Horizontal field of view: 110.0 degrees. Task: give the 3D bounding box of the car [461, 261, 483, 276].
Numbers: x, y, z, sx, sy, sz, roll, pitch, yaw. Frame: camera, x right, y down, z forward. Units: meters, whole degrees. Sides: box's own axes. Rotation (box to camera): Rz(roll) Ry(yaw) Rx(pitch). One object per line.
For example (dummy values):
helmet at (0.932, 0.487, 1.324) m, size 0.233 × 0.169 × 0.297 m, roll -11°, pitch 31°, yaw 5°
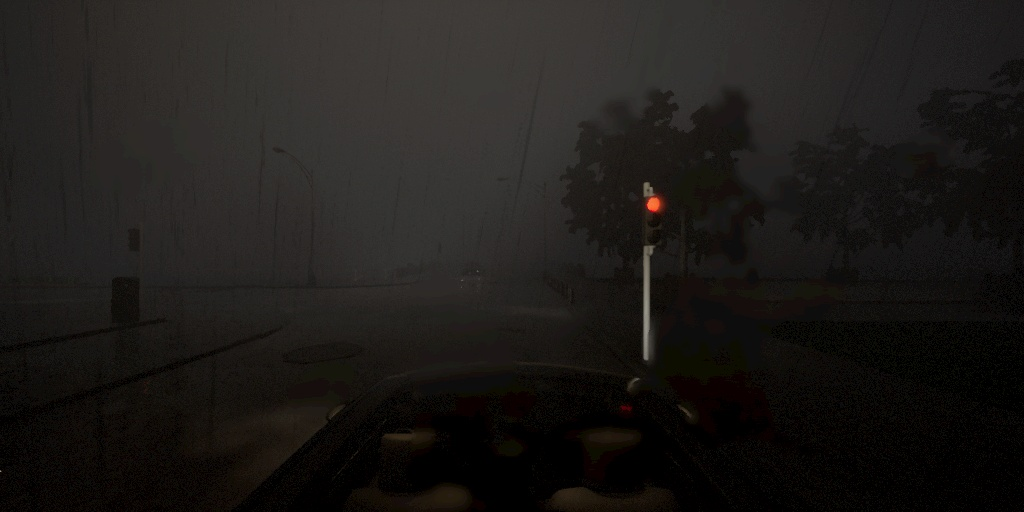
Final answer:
car at (-3.958, 1.308, 36.153) m, size 1.837 × 1.490 × 4.892 m, roll 0°, pitch 1°, yaw 0°
